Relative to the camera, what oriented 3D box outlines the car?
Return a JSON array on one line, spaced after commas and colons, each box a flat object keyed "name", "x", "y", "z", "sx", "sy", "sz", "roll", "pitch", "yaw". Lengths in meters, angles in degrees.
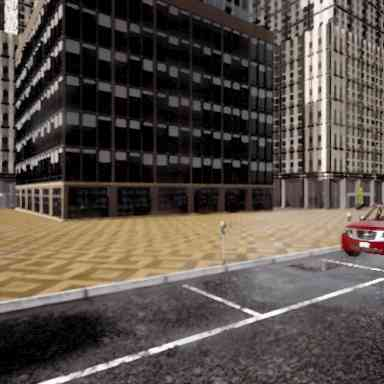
[{"name": "car", "x": 7.446, "y": 1.338, "z": 11.883, "sx": 5.009, "sy": 1.841, "sz": 2.192, "roll": 0, "pitch": 0, "yaw": -36}]
